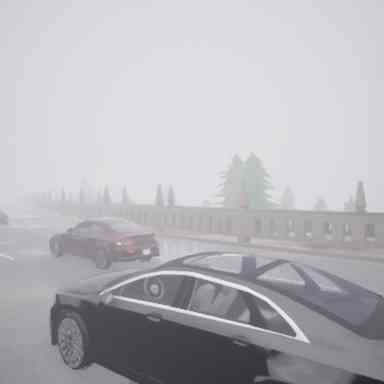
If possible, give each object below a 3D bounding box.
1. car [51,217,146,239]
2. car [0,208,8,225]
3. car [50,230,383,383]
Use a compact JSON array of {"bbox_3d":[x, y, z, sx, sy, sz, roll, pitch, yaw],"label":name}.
[{"bbox_3d":[-3.049,1.589,11.292,4.674,1.442,1.812,0,0,42],"label":"car"},{"bbox_3d":[-14.739,1.700,24.251,1.994,1.385,4.181,0,0,-37],"label":"car"},{"bbox_3d":[0.178,1.515,4.063,4.902,1.511,2.128,0,0,37],"label":"car"}]
